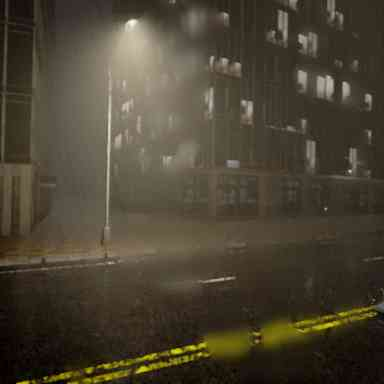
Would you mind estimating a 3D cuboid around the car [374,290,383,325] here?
[{"bbox_3d":[5.427,1.587,5.496,5.357,1.411,2.033,0,0,-27],"label":"car"}]
